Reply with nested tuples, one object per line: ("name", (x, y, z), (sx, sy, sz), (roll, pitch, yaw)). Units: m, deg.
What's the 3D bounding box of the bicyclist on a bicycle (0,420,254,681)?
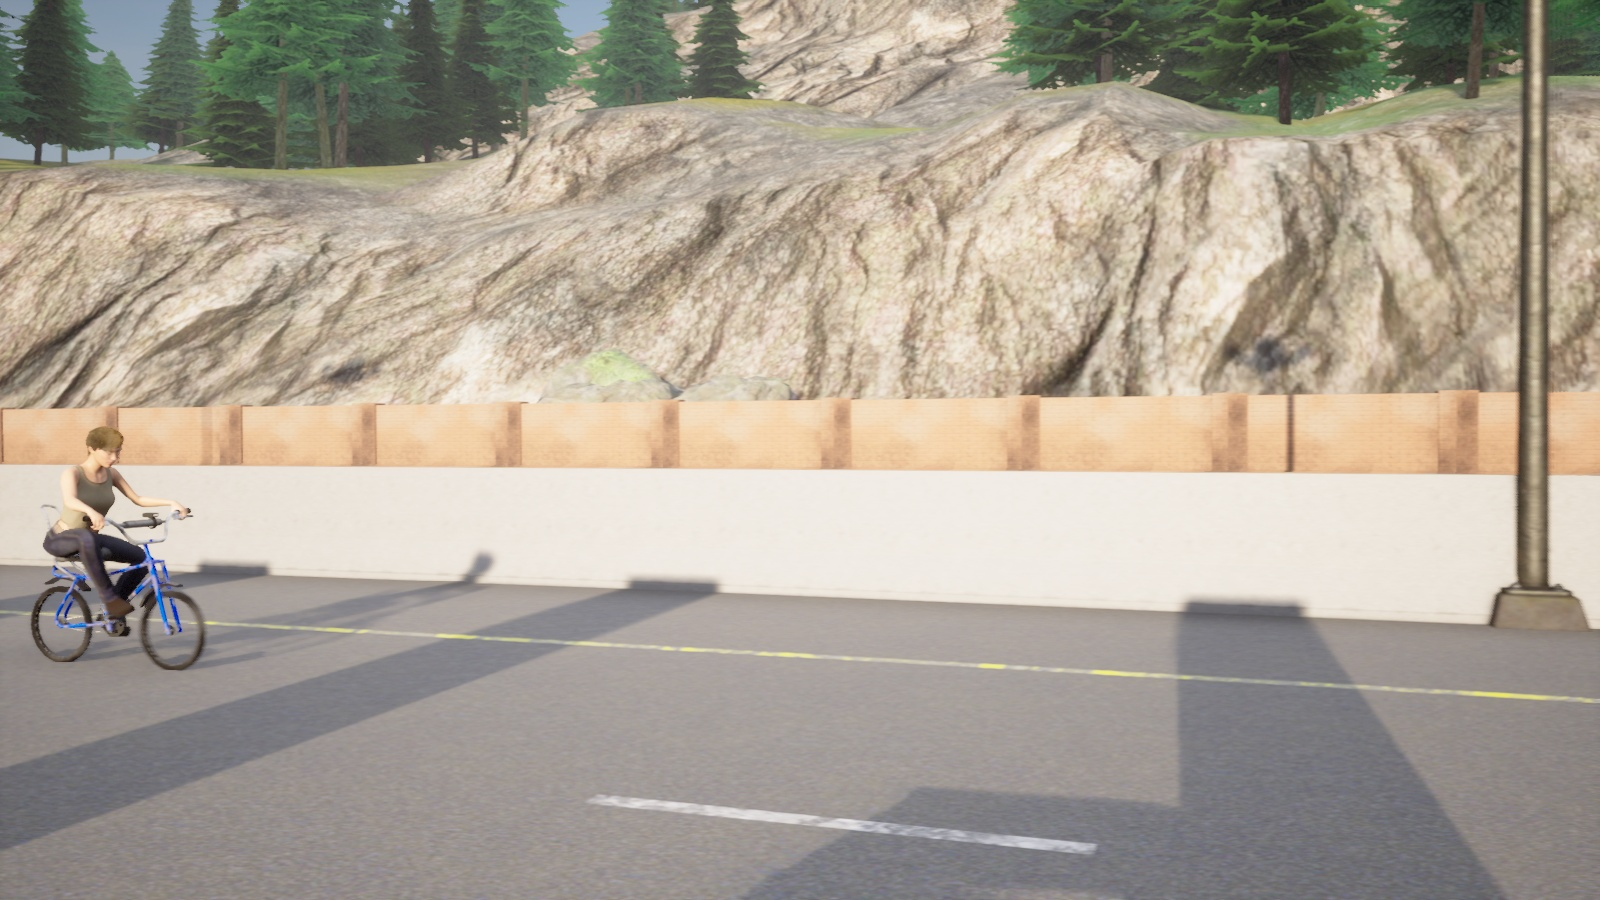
("bicyclist on a bicycle", (-4.581, 0.611, 8.398), (1.509, 1.612, 0.866), (1, 1, 18))
